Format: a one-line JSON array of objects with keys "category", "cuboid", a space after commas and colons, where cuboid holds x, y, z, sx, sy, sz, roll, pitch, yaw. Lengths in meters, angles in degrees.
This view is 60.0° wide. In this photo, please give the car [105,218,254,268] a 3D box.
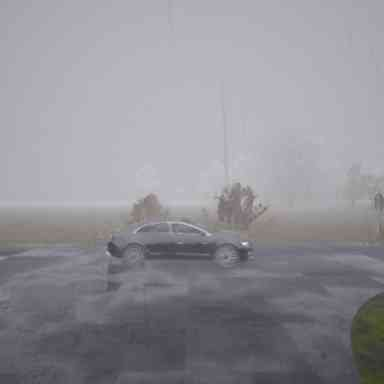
[{"category": "car", "cuboid": [-0.403, 1.639, 11.232, 4.902, 1.511, 2.128, 0, -1, 0]}]
